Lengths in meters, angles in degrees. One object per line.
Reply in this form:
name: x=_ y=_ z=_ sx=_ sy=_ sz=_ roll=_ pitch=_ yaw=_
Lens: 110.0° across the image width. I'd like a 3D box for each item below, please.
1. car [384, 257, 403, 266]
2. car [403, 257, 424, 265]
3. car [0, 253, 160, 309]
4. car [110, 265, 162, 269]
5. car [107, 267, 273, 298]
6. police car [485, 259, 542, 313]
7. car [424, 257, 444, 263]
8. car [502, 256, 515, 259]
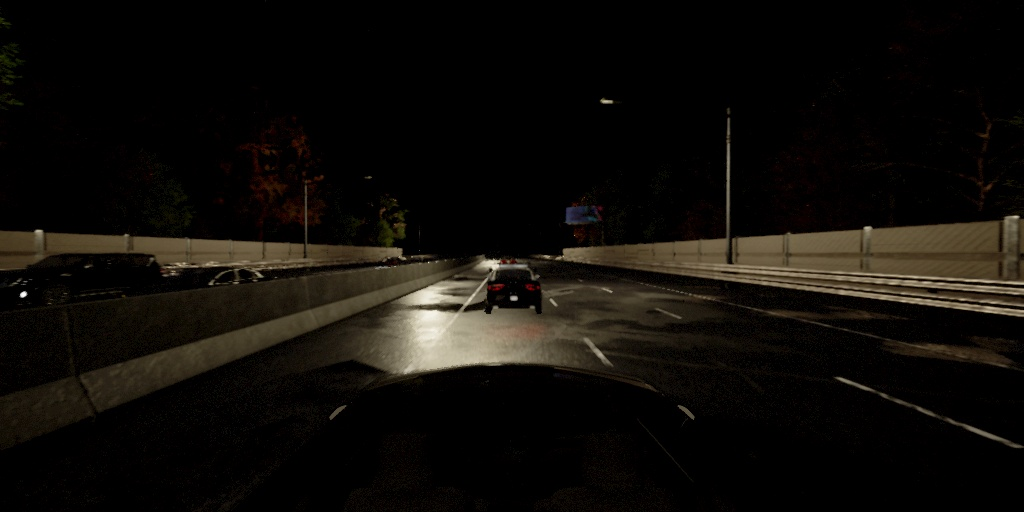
car: x=-18.417 y=0.889 z=56.069 sx=1.994 sy=1.385 sz=4.181 roll=0 pitch=1 yaw=-1
car: x=-14.921 y=0.870 z=56.259 sx=2.033 sy=1.411 sz=5.357 roll=0 pitch=0 yaw=-1
car: x=-17.662 y=0.879 z=14.801 sx=2.150 sy=2.045 sz=5.566 roll=0 pitch=0 yaw=0
car: x=-14.168 y=1.209 z=15.691 sx=1.994 sy=1.385 sz=4.181 roll=0 pitch=0 yaw=0
car: x=-10.647 y=1.172 z=12.737 sx=1.837 sy=1.490 sz=4.892 roll=0 pitch=0 yaw=0
police car: x=0.044 y=1.081 z=13.633 sx=1.930 sy=1.638 sz=5.238 roll=0 pitch=0 yaw=0
car: x=-11.370 y=0.903 z=53.969 sx=1.994 sy=1.385 sz=4.181 roll=0 pitch=1 yaw=-1
car: x=-0.433 y=0.771 z=43.465 sx=2.097 sy=1.767 sz=4.553 roll=0 pitch=0 yaw=-1
